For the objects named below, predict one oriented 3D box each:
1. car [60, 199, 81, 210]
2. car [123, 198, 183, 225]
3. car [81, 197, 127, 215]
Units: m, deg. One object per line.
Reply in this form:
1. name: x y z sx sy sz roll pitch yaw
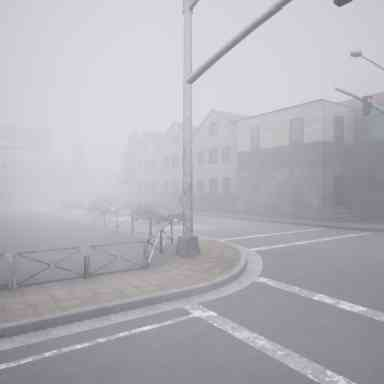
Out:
1. car: -14.103 1.425 39.278 1.895 1.301 4.718 0 0 -35
2. car: -2.538 1.371 22.887 2.033 1.411 5.357 0 0 -35
3. car: -8.283 1.315 31.006 2.128 1.511 4.902 0 0 -35
